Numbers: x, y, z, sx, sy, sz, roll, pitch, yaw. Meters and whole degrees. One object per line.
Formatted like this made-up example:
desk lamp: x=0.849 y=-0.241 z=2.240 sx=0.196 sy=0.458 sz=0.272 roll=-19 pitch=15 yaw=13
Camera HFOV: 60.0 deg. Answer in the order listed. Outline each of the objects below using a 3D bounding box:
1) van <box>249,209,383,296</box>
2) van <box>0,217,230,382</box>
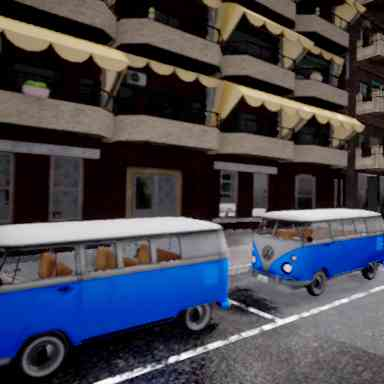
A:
van: x=3.249 y=1.345 z=8.388 sx=3.998 sy=1.788 sz=1.690 roll=0 pitch=1 yaw=-35
van: x=-1.254 y=1.342 z=5.175 sx=3.998 sy=1.788 sz=1.690 roll=0 pitch=2 yaw=-35
